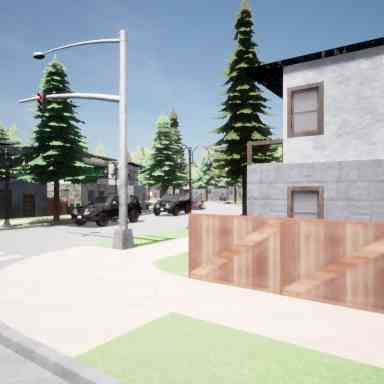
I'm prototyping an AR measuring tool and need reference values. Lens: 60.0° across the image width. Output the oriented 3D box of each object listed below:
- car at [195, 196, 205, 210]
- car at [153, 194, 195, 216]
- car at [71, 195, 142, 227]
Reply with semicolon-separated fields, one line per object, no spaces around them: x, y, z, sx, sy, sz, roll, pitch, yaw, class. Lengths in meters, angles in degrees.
0.402;1.333;42.157;2.097;1.767;4.553;0;0;9;car
-1.851;1.202;32.522;2.150;2.045;5.566;0;0;18;car
-5.735;1.202;23.142;2.150;2.045;5.566;0;0;27;car
